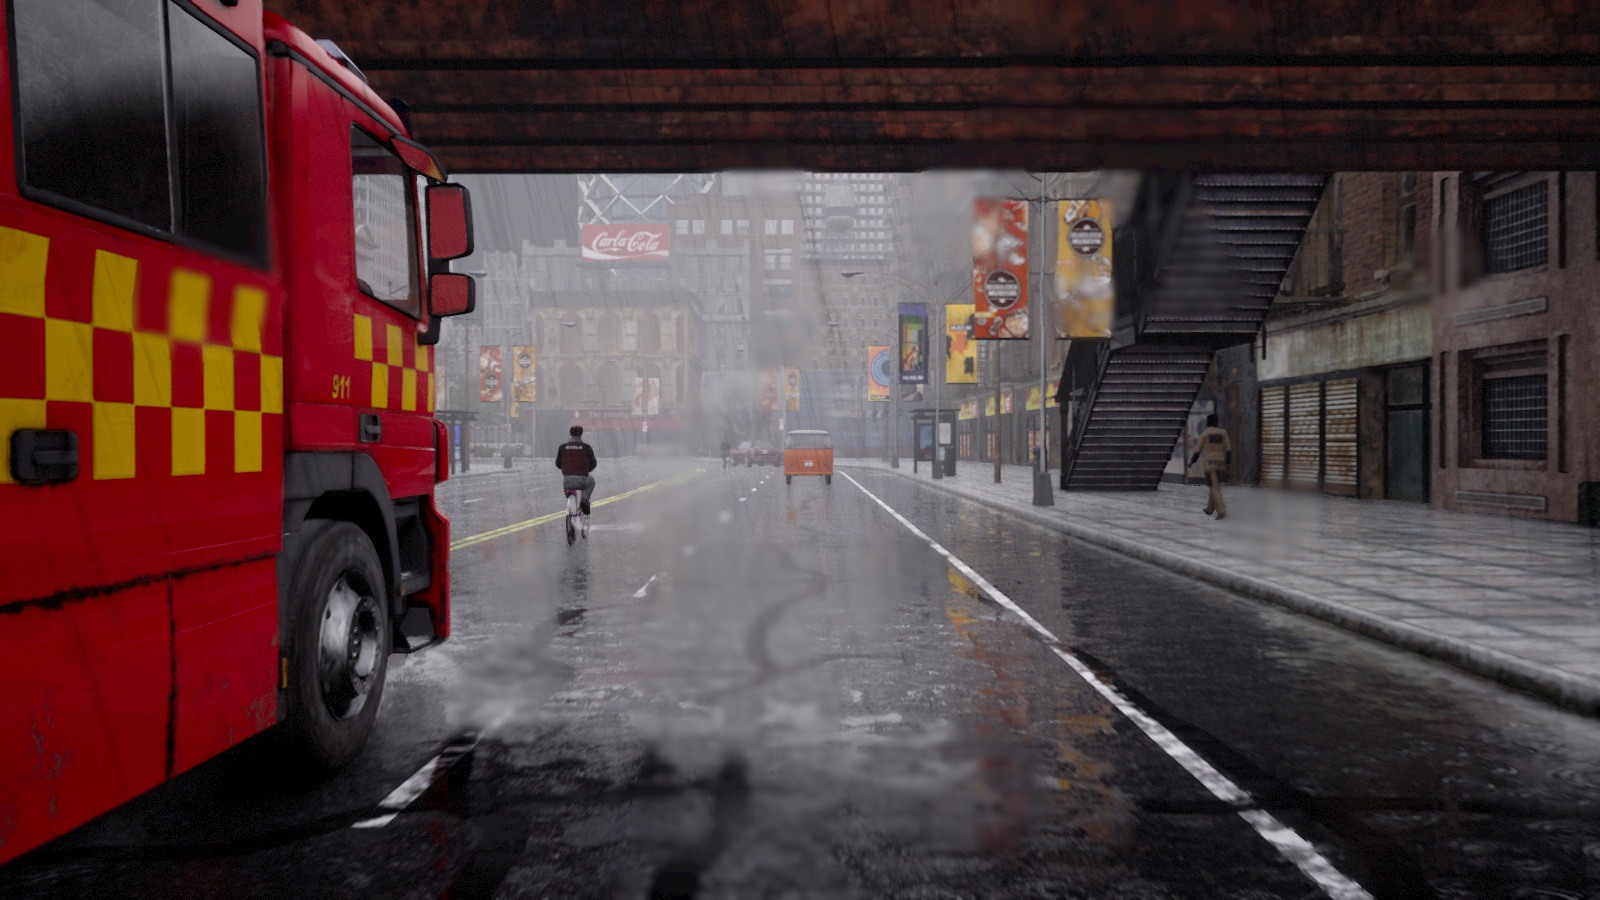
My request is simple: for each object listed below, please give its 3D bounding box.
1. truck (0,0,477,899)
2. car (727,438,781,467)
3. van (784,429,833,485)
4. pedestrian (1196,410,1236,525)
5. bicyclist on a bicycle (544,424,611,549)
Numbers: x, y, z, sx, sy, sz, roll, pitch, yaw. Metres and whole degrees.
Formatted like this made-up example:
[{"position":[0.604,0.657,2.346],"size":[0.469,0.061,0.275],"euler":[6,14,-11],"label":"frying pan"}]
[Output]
[{"position":[-3.449,-0.440,3.418],"size":[2.891,3.827,8.468],"euler":[0,0,1],"label":"truck"},{"position":[-2.914,0.160,78.473],"size":[2.097,1.767,4.553],"euler":[0,0,-21],"label":"car"},{"position":[0.312,0.235,46.951],"size":[1.775,1.987,4.442],"euler":[0,0,0],"label":"van"},{"position":[7.054,0.289,21.328],"size":[0.396,1.930,0.692],"euler":[0,0,-5],"label":"pedestrian"},{"position":[-3.289,0.509,18.675],"size":[0.659,1.776,1.843],"euler":[0,1,0],"label":"bicyclist on a bicycle"}]
